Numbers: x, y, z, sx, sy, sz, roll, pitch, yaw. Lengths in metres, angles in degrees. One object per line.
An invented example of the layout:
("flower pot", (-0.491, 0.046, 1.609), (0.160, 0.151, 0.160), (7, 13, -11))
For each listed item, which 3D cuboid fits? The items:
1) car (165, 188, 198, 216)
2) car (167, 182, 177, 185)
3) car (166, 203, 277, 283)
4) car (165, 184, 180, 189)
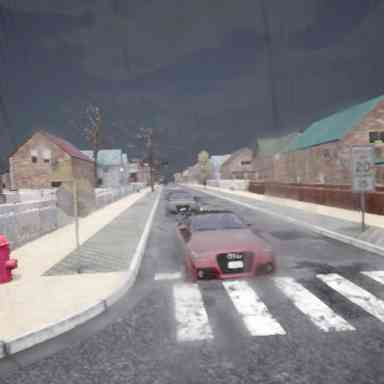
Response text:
("car", (-0.670, 0.706, 20.567), (1.994, 1.385, 4.181), (-3, 3, -4))
("car", (-2.834, -0.605, 47.934), (2.097, 1.767, 4.553), (-3, 2, -5))
("car", (0.581, 1.195, 8.616), (1.994, 1.385, 4.181), (-3, 3, -8))
("car", (-1.631, 0.261, 32.351), (1.895, 1.301, 4.718), (-3, 2, -4))
